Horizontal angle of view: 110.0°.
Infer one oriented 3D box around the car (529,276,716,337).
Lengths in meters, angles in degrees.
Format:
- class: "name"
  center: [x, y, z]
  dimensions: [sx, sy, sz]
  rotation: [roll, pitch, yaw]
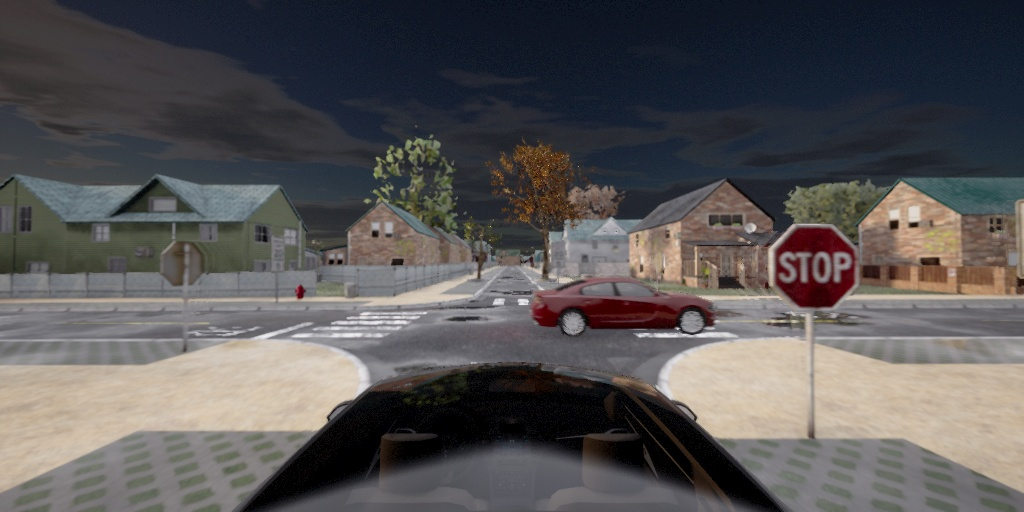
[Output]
- class: "car"
  center: [3.004, 1.329, 10.112]
  dimensions: [5.008, 1.535, 1.882]
  rotation: [-1, -1, 1]
